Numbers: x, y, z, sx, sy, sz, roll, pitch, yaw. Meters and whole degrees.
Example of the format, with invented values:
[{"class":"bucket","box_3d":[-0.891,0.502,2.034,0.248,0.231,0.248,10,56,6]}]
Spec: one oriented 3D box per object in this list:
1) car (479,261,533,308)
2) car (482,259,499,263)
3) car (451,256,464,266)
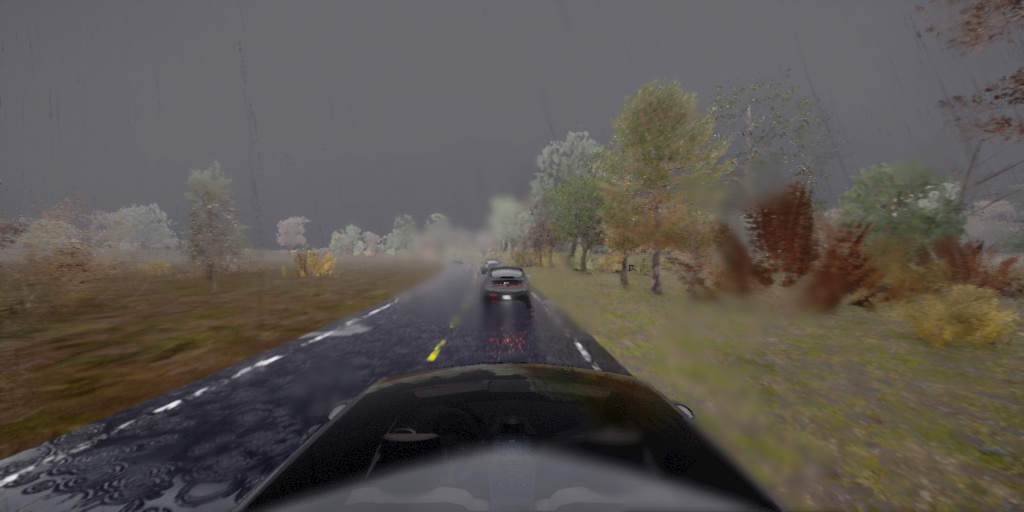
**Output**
[{"class":"car","box_3d":[-0.250,1.147,14.518,1.837,1.490,4.892,0,0,-2]},{"class":"car","box_3d":[-1.933,0.995,35.062,1.812,1.442,4.674,0,0,-6]},{"class":"car","box_3d":[-8.726,0.786,57.780,1.837,1.490,4.892,0,1,-11]}]
